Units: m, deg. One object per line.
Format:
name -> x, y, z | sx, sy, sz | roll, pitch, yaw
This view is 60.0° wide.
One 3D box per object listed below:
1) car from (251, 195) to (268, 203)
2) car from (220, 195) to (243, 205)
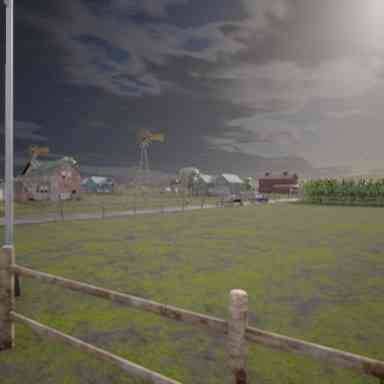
car -> 11.917, 1.182, 58.732 | 1.812, 1.442, 4.674 | 0, 0, 34
car -> 6.079, 1.200, 50.145 | 2.128, 1.511, 4.902 | 0, 0, 35
